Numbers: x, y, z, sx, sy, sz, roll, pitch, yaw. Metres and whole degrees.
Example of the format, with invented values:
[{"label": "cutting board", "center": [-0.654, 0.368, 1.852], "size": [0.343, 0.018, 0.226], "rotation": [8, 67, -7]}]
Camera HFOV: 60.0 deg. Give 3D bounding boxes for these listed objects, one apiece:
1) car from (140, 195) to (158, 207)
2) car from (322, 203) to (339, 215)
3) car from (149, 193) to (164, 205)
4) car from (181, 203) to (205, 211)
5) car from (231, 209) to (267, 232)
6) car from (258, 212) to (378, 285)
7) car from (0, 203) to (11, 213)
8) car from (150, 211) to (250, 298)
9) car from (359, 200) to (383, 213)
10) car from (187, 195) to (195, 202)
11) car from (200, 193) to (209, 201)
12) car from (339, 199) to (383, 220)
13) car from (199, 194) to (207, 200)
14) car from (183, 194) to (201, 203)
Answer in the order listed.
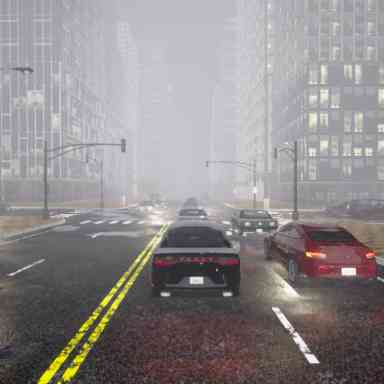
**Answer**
[{"label": "car", "center": [-6.740, 1.528, 50.687], "size": [1.994, 1.385, 4.181], "rotation": [0, 0, 0]}, {"label": "car", "center": [16.196, 1.637, 35.002], "size": [4.674, 1.442, 1.812], "rotation": [1, 1, 1]}, {"label": "car", "center": [-6.752, 1.175, 59.720], "size": [2.150, 2.045, 5.566], "rotation": [0, 0, 0]}, {"label": "car", "center": [0.044, 1.538, 18.412], "size": [2.033, 1.411, 5.357], "rotation": [0, 0, 0]}, {"label": "car", "center": [3.296, 1.591, 18.474], "size": [1.895, 1.301, 4.718], "rotation": [0, 0, 0]}, {"label": "car", "center": [3.323, 1.521, 9.355], "size": [1.812, 1.442, 4.674], "rotation": [0, 0, 0]}, {"label": "car", "center": [-20.075, 1.364, 32.292], "size": [4.674, 1.442, 1.812], "rotation": [1, 1, 1]}, {"label": "car", "center": [0.071, 1.474, 8.591], "size": [1.882, 1.535, 5.008], "rotation": [0, 0, 0]}, {"label": "car", "center": [21.700, 1.643, 37.515], "size": [4.829, 1.417, 1.752], "rotation": [1, 0, 1]}, {"label": "car", "center": [-0.223, 1.484, 76.437], "size": [1.994, 1.385, 4.181], "rotation": [0, 0, 0]}, {"label": "car", "center": [3.016, 1.143, 79.993], "size": [2.150, 2.045, 5.566], "rotation": [0, 0, 0]}, {"label": "car", "center": [16.115, 1.519, 29.212], "size": [5.009, 1.841, 2.192], "rotation": [1, 0, 1]}, {"label": "car", "center": [2.985, 1.267, 90.381], "size": [2.128, 1.511, 4.902], "rotation": [0, 0, 0]}, {"label": "car", "center": [-0.141, 1.476, 45.307], "size": [1.837, 1.490, 4.892], "rotation": [1, 0, 4]}]
